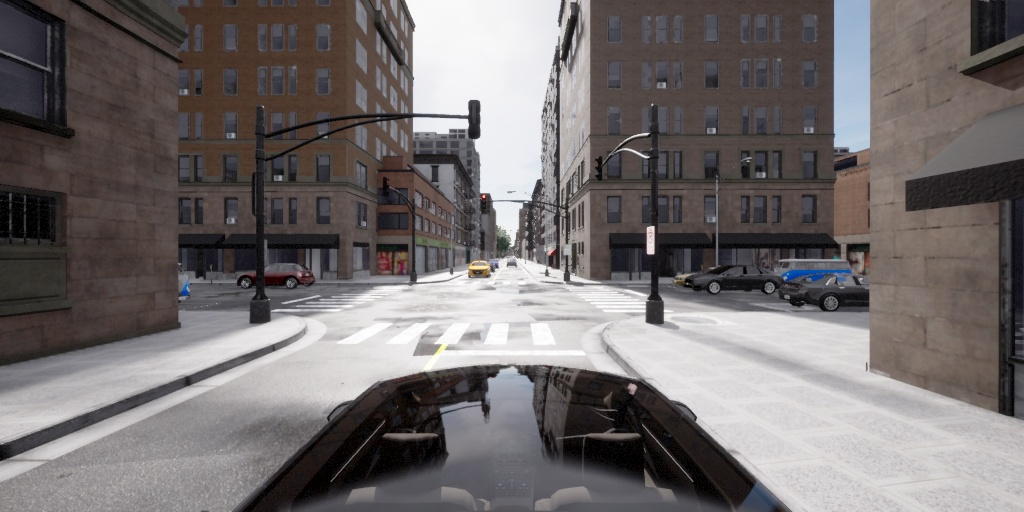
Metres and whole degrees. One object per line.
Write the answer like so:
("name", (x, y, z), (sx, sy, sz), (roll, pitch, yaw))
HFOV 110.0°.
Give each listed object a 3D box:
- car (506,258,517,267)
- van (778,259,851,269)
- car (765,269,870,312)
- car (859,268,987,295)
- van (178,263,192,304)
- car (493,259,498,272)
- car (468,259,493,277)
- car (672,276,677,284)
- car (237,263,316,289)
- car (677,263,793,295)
("car", (-0.044, 1.260, 63.714), (2.033, 1.411, 5.357), (0, 0, 0))
("van", (18.247, 1.081, 21.911), (3.998, 1.789, 1.690), (0, 0, 1))
("car", (12.513, 1.305, 13.441), (4.403, 1.370, 2.007), (0, 0, 1))
("car", (21.949, 1.346, 19.306), (4.718, 1.301, 1.895), (0, 0, 1))
("van", (-14.682, 1.089, 13.704), (3.998, 1.789, 1.690), (0, 0, 1))
("car", (-3.132, 1.333, 45.091), (1.895, 1.301, 4.718), (0, 0, 0))
("car", (-3.123, 1.218, 34.780), (1.882, 1.535, 5.008), (0, 0, -1))
("car", (12.408, 1.264, 21.968), (4.829, 1.417, 1.751), (0, 0, 1))
("car", (-14.617, 1.172, 22.230), (4.097, 1.591, 1.967), (0, 0, 1))
("car", (11.916, 1.248, 19.416), (4.892, 1.490, 1.837), (0, 0, -1))
